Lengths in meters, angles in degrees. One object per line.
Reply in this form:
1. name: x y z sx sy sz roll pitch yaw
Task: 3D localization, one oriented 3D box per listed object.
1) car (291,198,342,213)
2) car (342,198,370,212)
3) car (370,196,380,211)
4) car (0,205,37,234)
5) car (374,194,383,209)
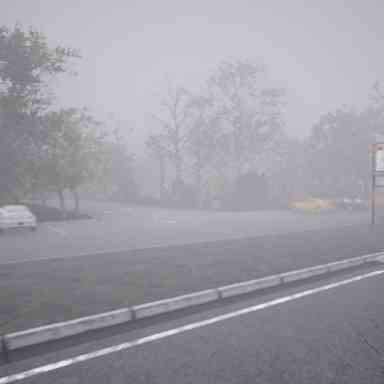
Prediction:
1. car: 12.943 1.434 35.731 2.097 1.535 5.008 0 0 -35
2. car: 17.472 1.450 38.970 2.097 1.535 5.008 0 0 -35
3. car: 19.744 1.504 40.585 2.002 1.452 4.674 0 0 -35
4. car: -10.262 1.491 19.210 2.002 1.452 4.674 0 0 -35
5. car: 24.297 1.374 43.791 2.185 1.767 4.553 1 0 -36
